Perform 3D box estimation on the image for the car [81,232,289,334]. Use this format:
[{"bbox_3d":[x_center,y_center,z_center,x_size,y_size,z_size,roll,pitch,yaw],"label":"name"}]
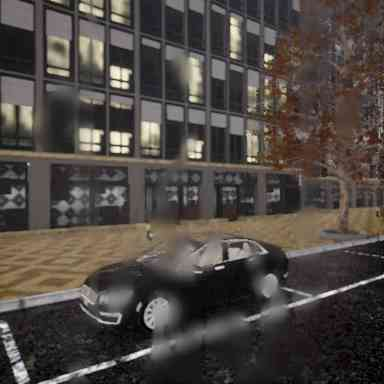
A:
[{"bbox_3d":[0.081,1.528,6.617,4.403,1.369,2.008,0,0,-36],"label":"car"}]
